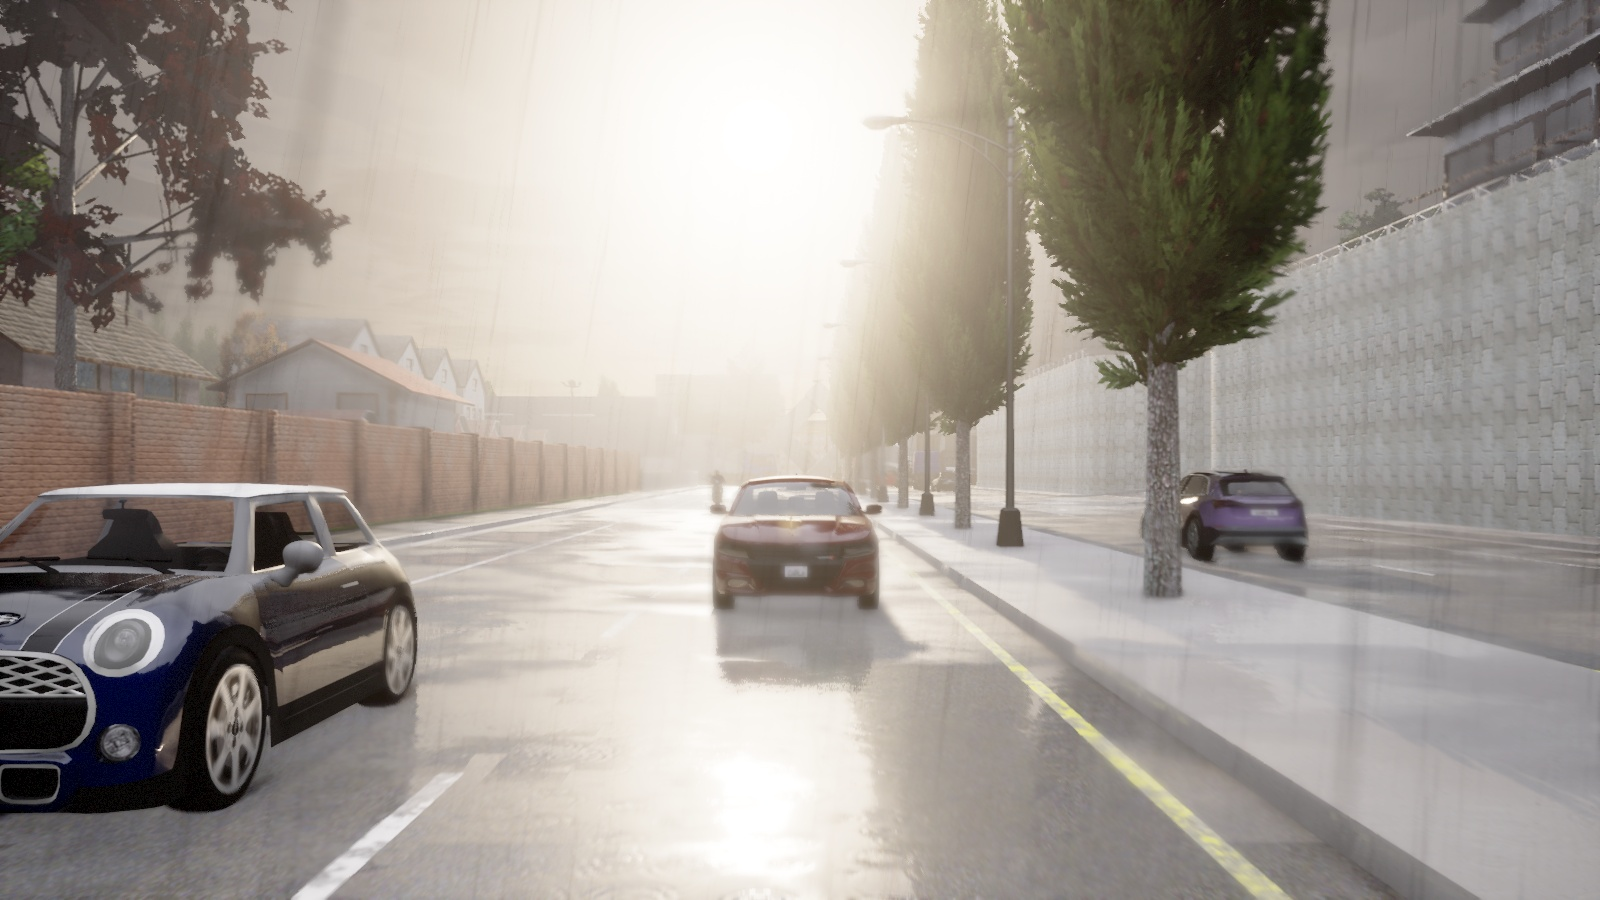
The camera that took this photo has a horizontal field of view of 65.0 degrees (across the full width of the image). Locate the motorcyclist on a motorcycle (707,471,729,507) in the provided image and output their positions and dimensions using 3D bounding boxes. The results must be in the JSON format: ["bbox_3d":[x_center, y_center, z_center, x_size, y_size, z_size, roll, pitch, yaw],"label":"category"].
[{"bbox_3d":[-3.635,1.713,55.597,0.866,1.590,1.817,0,-1,0],"label":"motorcyclist on a motorcycle"}]

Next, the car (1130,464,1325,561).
[{"bbox_3d":[7.942,1.113,23.877,2.033,1.649,4.856,0,-1,0],"label":"car"}]

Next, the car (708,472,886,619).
[{"bbox_3d":[-0.038,1.057,15.770,1.882,1.535,5.008,0,-1,0],"label":"car"}]

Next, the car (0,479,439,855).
[{"bbox_3d":[-3.517,0.910,6.915,1.970,1.475,3.806,0,-1,0],"label":"car"}]

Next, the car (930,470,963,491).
[{"bbox_3d":[11.266,2.335,96.669,2.007,1.525,4.514,0,-1,0],"label":"car"}]
